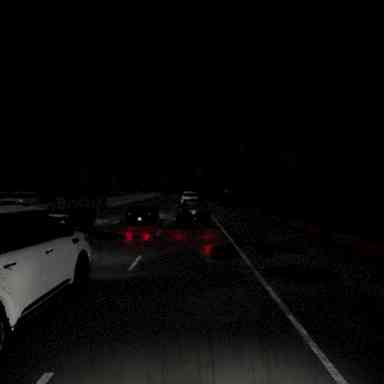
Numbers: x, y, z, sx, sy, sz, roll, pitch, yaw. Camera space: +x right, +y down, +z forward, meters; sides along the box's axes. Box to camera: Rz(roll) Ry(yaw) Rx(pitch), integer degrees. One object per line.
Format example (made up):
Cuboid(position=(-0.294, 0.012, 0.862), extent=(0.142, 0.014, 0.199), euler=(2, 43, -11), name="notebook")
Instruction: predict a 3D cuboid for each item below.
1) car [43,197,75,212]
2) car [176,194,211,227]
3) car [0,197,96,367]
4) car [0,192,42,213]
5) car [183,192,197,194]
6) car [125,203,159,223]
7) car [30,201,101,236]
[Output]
Cuboid(position=(-14.364, 1.298, 36.187), extent=(1.812, 1.442, 4.674), euler=(0, 0, -2), name="car")
Cuboid(position=(0.087, 1.214, 21.792), extent=(2.097, 1.767, 4.553), euler=(0, 0, 0), name="car")
Cuboid(position=(-3.399, 1.187, 5.386), extent=(2.150, 2.045, 5.566), euler=(0, 0, 0), name="car")
Cuboid(position=(-17.816, 1.006, 34.495), extent=(2.150, 2.045, 5.566), euler=(0, 0, -2), name="car")
Cuboid(position=(-0.324, 0.962, 41.139), extent=(2.150, 2.045, 5.566), euler=(0, 0, -2), name="car")
Cuboid(position=(-3.422, 1.450, 23.859), extent=(1.895, 1.301, 4.718), euler=(0, 0, 0), name="car")
Cuboid(position=(-6.900, 1.373, 18.814), extent=(2.128, 1.511, 4.902), euler=(0, 0, 0), name="car")
